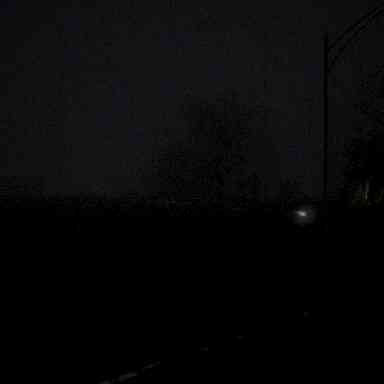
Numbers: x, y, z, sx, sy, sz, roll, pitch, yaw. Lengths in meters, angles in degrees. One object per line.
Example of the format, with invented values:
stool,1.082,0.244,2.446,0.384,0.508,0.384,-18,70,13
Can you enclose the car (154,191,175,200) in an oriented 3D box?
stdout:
car,-4.566,0.579,54.676,1.812,1.442,4.674,-1,2,-35

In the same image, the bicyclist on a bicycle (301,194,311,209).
bicyclist on a bicycle,12.391,1.034,36.153,1.656,1.620,0.582,0,1,-35

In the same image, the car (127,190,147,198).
car,-10.472,0.382,62.880,2.033,1.411,5.357,-1,2,-35
